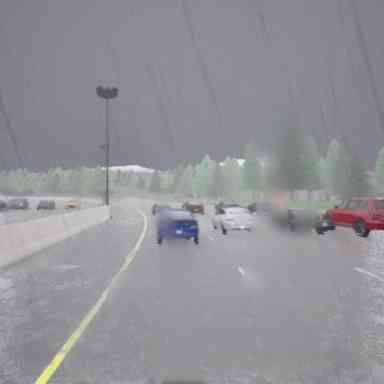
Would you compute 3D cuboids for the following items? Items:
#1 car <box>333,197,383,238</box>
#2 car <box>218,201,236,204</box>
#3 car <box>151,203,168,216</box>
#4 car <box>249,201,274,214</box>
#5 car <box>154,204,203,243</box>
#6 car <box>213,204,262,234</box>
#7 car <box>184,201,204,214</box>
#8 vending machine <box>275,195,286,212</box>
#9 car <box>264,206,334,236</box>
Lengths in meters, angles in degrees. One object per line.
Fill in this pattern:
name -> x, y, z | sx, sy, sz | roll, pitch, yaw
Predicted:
car -> 9.575, 1.323, 18.740 | 2.150, 2.045, 5.566 | 0, -1, -5
car -> 3.693, 1.718, 35.888 | 1.837, 1.490, 4.892 | 0, 0, -10
car -> -3.340, 1.816, 35.626 | 1.895, 1.301, 4.718 | 0, 0, -10
car -> 7.295, 1.698, 35.610 | 2.128, 1.511, 4.902 | 0, 0, -10
car -> -0.777, 1.578, 16.731 | 1.882, 1.535, 5.008 | 0, 0, -5
car -> 2.430, 1.643, 19.887 | 1.812, 1.442, 4.674 | 0, -1, -6
car -> 0.015, 1.696, 36.592 | 1.882, 1.535, 5.008 | 0, 0, -10
vending machine -> 11.192, 1.436, 41.959 | 1.100, 2.100, 0.880 | 0, 0, -11
car -> 6.012, 1.712, 19.366 | 1.895, 1.301, 4.718 | 0, 0, -6
